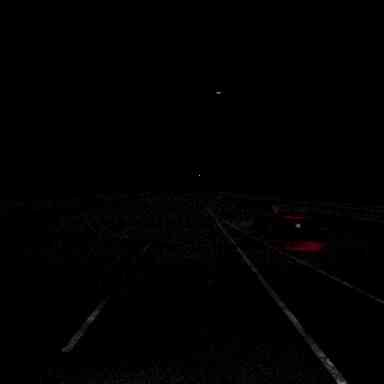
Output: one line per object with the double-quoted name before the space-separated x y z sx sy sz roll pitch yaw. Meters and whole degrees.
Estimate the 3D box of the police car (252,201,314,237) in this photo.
"police car" 4.549 1.291 17.473 1.930 1.638 5.238 0 0 -5
